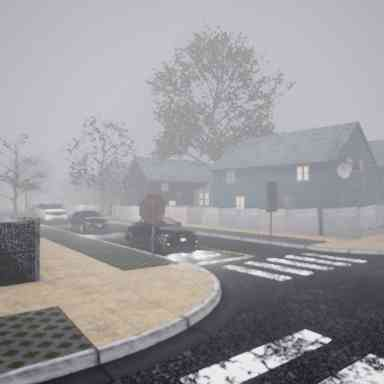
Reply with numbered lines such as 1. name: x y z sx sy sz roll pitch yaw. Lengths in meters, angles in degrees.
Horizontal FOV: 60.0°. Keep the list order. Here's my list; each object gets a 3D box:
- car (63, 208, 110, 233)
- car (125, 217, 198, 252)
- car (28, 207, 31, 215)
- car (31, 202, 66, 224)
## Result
1. car: -7.540 2.071 24.079 1.837 1.490 4.892 1 -2 -35
2. car: -1.534 1.878 15.623 1.994 1.385 4.181 1 -2 -36
3. car: -24.867 2.787 53.523 2.097 1.767 4.553 1 -2 -37
4. car: -14.150 2.065 33.391 2.150 2.045 5.566 1 -2 -35
